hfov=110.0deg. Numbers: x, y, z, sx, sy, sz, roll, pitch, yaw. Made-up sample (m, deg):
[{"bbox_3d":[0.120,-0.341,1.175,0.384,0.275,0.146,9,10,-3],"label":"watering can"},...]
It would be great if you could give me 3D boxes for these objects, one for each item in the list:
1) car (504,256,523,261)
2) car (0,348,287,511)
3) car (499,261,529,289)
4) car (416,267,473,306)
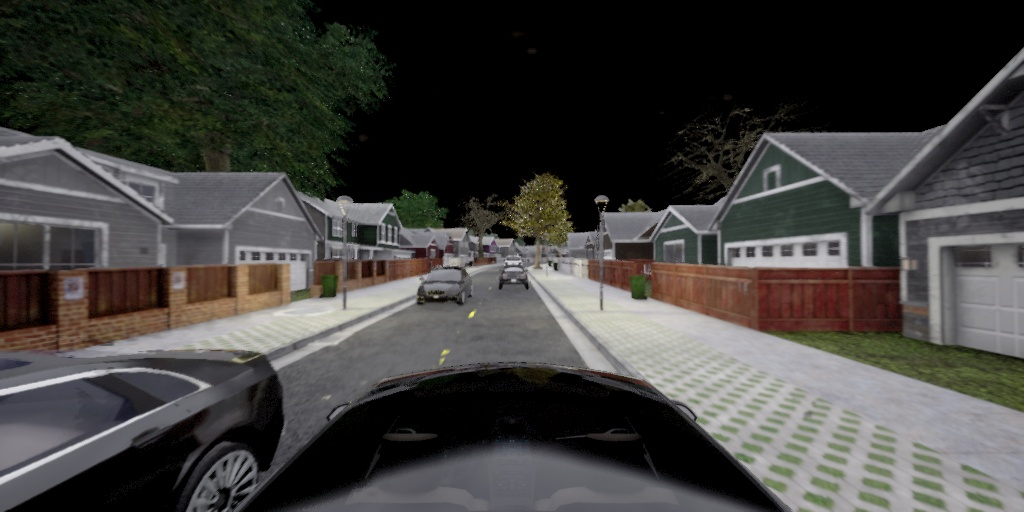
[{"bbox_3d":[0.198,0.982,43.696,2.150,2.045,5.566,0,0,1],"label":"car"},{"bbox_3d":[-2.837,1.242,1.022,2.128,1.511,4.902,0,0,0],"label":"car"},{"bbox_3d":[0.107,1.279,23.354,1.812,1.442,4.674,0,0,0],"label":"car"},{"bbox_3d":[-2.823,1.256,15.817,1.837,1.490,4.892,0,0,0],"label":"car"}]
